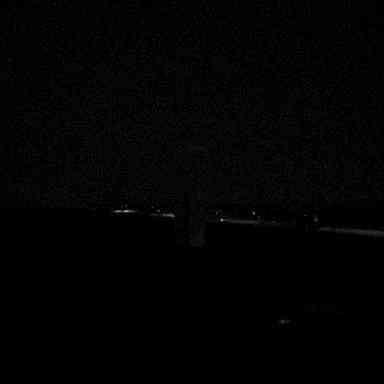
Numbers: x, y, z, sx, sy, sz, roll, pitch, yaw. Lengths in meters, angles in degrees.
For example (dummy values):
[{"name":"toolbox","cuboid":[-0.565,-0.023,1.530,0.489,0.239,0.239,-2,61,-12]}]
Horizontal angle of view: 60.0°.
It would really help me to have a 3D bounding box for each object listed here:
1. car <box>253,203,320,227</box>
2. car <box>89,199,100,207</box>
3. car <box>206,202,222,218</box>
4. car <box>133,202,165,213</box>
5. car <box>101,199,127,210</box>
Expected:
[{"name":"car","cuboid":[6.481,1.539,23.220,2.128,1.511,4.902,1,-1,-37]},{"name":"car","cuboid":[-17.451,2.005,61.346,1.882,1.535,5.008,1,-1,-36]},{"name":"car","cuboid":[0.760,1.613,31.072,2.128,1.511,4.902,1,-1,-36]},{"name":"car","cuboid":[-5.044,1.813,39.125,1.895,1.301,4.718,1,-1,-36]},{"name":"car","cuboid":[-10.894,1.814,47.291,1.837,1.490,4.892,1,-1,-36]}]
